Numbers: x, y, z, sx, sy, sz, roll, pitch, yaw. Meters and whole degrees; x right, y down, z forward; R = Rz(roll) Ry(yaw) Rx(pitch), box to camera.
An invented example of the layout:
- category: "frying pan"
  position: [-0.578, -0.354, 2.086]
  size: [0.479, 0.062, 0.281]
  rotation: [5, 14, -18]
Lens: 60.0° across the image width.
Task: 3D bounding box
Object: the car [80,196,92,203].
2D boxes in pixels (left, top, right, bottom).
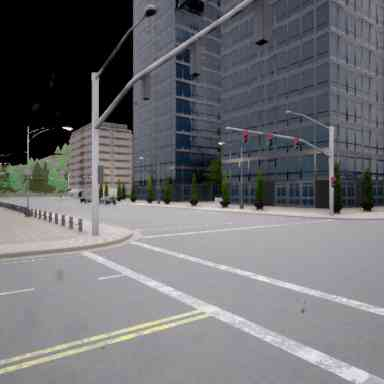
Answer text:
- category: "car"
  position: [-20.624, 1.492, 65.715]
  size: [2.033, 1.411, 5.357]
  rotation: [0, 0, -33]

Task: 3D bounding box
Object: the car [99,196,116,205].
- category: "car"
  position: [-14.656, 1.449, 57.203]
  size: [1.837, 1.490, 4.892]
  rotation: [0, 0, -35]
